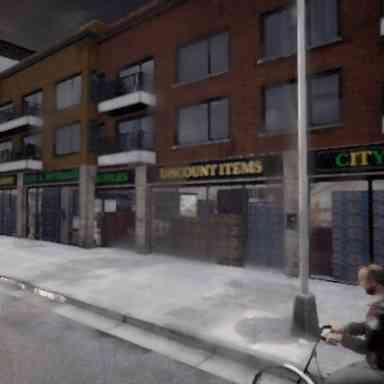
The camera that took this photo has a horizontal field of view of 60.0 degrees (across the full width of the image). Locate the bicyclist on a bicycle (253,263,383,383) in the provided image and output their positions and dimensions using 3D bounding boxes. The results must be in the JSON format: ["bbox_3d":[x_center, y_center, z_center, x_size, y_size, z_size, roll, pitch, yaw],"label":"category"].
[{"bbox_3d":[1.321,1.476,2.812,1.843,1.776,0.659,-1,-2,38],"label":"bicyclist on a bicycle"}]
